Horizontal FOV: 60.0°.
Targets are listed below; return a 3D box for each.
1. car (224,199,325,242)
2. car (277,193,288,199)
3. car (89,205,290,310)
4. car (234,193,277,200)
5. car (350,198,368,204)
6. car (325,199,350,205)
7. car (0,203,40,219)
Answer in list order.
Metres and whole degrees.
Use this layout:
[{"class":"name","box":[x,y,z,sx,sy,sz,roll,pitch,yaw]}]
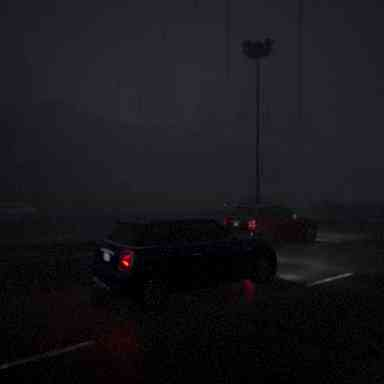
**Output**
[{"class":"car","box":[3.549,1.347,14.882,4.553,1.767,2.097,0,0,-36]},{"class":"car","box":[11.036,1.208,46.241,5.566,2.045,2.150,0,0,-35]},{"class":"car","box":[-0.011,1.350,8.040,4.553,1.767,2.097,0,0,-36]},{"class":"car","box":[5.746,1.212,33.888,5.566,2.045,2.150,0,0,-35]},{"class":"car","box":[25.362,1.578,51.947,4.718,1.301,1.895,0,0,-34]},{"class":"car","box":[14.156,1.533,35.592,5.357,1.411,2.033,0,0,-35]},{"class":"car","box":[-13.658,1.524,24.347,4.674,1.442,1.812,0,0,-36]}]
